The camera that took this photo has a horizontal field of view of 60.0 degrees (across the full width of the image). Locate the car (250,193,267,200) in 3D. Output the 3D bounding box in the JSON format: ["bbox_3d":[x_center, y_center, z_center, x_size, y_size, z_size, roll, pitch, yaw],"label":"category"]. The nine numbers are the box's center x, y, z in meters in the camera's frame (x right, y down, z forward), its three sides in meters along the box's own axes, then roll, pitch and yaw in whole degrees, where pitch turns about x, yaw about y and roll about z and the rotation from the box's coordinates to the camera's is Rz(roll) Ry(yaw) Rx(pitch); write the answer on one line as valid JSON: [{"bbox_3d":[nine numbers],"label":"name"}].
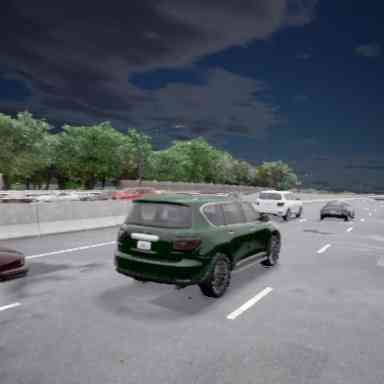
[{"bbox_3d":[13.826,0.892,69.269,1.895,1.301,4.718,2,0,32],"label":"car"}]

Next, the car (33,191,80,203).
[{"bbox_3d":[-13.294,0.671,32.950,1.812,1.442,4.674,2,1,32],"label":"car"}]

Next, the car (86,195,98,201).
[{"bbox_3d":[-8.570,0.740,33.882,1.837,1.490,4.892,2,1,32],"label":"car"}]

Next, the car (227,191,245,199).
[{"bbox_3d":[9.103,0.668,68.330,1.837,1.490,4.892,2,1,32],"label":"car"}]

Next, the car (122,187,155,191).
[{"bbox_3d":[-5.605,0.556,32.013,2.150,2.045,5.566,2,1,32],"label":"car"}]

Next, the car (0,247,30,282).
[{"bbox_3d":[-5.606,1.321,5.400,2.033,1.411,5.357,2,1,32],"label":"car"}]

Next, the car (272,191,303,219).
[{"bbox_3d":[6.544,0.958,24.668,2.150,2.045,5.566,2,1,32],"label":"car"}]

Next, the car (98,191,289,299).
[{"bbox_3d":[0.526,1.094,8.549,2.150,2.045,5.566,2,1,32],"label":"car"}]

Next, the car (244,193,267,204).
[{"bbox_3d":[9.506,0.910,49.434,1.812,1.442,4.674,2,1,32],"label":"car"}]

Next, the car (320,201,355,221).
[{"bbox_3d":[11.201,1.389,25.515,1.994,1.385,4.181,2,1,32],"label":"car"}]
